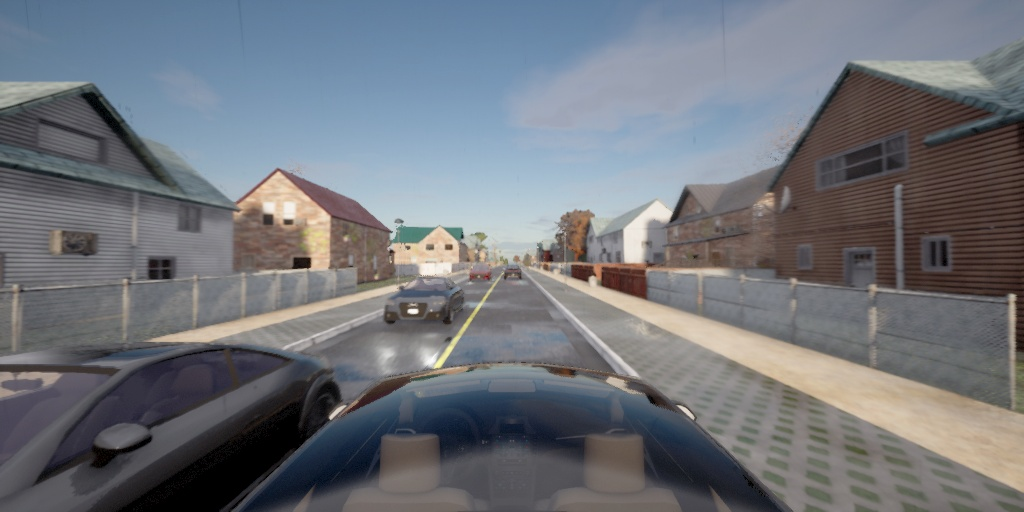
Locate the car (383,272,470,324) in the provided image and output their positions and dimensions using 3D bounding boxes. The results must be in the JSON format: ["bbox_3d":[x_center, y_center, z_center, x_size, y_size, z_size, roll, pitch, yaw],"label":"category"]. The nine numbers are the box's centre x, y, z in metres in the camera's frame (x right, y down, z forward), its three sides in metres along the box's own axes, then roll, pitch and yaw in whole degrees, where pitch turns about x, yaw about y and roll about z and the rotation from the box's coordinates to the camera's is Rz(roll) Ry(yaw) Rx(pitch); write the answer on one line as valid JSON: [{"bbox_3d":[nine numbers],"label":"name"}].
[{"bbox_3d":[-2.809,1.409,12.271,1.994,1.385,4.181,0,-1,1],"label":"car"}]

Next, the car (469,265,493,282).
[{"bbox_3d":[-2.853,1.541,33.445,1.882,1.535,5.008,0,-1,0],"label":"car"}]

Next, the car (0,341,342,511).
[{"bbox_3d":[-2.841,1.318,2.213,1.994,1.385,4.181,0,0,0],"label":"car"}]

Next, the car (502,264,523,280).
[{"bbox_3d":[0.092,1.608,36.943,1.837,1.490,4.892,0,0,0],"label":"car"}]
